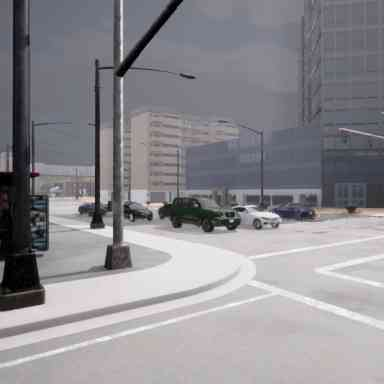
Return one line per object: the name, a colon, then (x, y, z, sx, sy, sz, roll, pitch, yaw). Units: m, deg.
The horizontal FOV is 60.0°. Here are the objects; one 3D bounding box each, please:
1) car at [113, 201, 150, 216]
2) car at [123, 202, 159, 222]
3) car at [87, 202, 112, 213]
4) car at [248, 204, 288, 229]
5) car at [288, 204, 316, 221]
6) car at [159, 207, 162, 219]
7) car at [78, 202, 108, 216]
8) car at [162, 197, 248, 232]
car: (-6.903, 1.841, 37.626, 2.128, 1.511, 4.902, 0, -1, -36)
car: (-5.165, 1.741, 29.264, 1.837, 1.490, 4.892, 0, -1, -36)
car: (-12.734, 2.060, 45.719, 1.994, 1.385, 4.181, 0, -1, -35)
car: (3.908, 1.635, 22.695, 1.812, 1.442, 4.674, 0, -1, -35)
car: (8.490, 1.701, 28.665, 1.994, 1.385, 4.181, 0, -1, -36)
car: (-1.391, 1.740, 30.083, 1.812, 1.442, 4.674, 0, -1, -36)
car: (-11.411, 1.939, 37.880, 2.033, 1.411, 5.357, 0, -1, -36)
car: (0.641, 1.335, 21.264, 2.150, 2.045, 5.566, 0, -1, -36)
